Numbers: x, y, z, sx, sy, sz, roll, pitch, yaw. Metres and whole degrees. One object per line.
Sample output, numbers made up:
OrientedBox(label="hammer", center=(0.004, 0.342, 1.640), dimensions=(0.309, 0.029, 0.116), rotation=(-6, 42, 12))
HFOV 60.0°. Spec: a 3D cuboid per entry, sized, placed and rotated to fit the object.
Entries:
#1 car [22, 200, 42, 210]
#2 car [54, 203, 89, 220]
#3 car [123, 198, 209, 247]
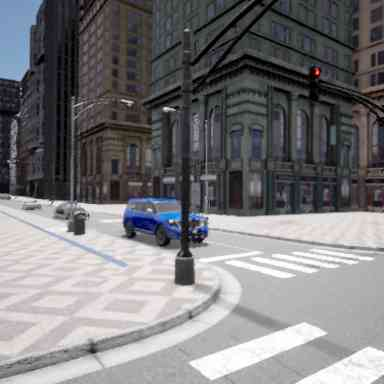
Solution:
OrientedBox(label="car", center=(-21.694, 1.754, 45.081), dimensions=(1.895, 1.301, 4.718), rotation=(1, 0, -35))
OrientedBox(label="car", center=(-10.815, 1.684, 29.549), dimensions=(2.033, 1.411, 5.357), rotation=(1, 0, -35))
OrientedBox(label="car", center=(-1.488, 1.348, 16.378), dimensions=(2.150, 2.045, 5.566), rotation=(1, -1, -35))
